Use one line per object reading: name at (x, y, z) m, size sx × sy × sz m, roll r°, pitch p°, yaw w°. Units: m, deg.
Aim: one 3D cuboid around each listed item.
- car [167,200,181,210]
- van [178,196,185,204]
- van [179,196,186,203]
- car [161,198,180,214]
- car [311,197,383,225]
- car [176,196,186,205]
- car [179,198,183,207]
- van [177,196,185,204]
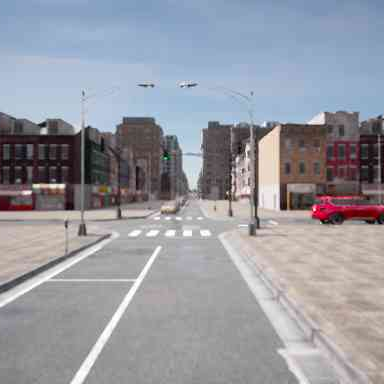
car at (-2.630, 1.934, 49.970) m, size 1.802 × 1.307 × 4.206 m, roll 0°, pitch 0°, yaw 0°
van at (-2.627, 1.995, 83.603) m, size 1.690 × 1.788 × 3.998 m, roll 0°, pitch -1°, yaw 0°
van at (-2.627, 2.049, 89.209) m, size 1.690 × 1.788 × 3.998 m, roll 0°, pitch -1°, yaw 0°
car at (-2.630, 1.787, 38.591) m, size 1.752 × 1.417 × 4.829 m, roll 0°, pitch 0°, yaw 0°
car at (11.414, 1.338, 23.729) m, size 5.566 × 2.045 × 2.150 m, roll 0°, pitch -1°, yaw 0°
car at (-2.629, 1.888, 61.182) m, size 1.967 × 1.590 × 4.097 m, roll 0°, pitch -1°, yaw 0°
car at (-2.630, 1.851, 44.365) m, size 1.887 × 1.381 × 4.507 m, roll 0°, pitch 0°, yaw 0°
van at (-2.628, 1.942, 77.999) m, size 1.690 × 1.788 × 3.998 m, roll 0°, pitch -1°, yaw 0°
